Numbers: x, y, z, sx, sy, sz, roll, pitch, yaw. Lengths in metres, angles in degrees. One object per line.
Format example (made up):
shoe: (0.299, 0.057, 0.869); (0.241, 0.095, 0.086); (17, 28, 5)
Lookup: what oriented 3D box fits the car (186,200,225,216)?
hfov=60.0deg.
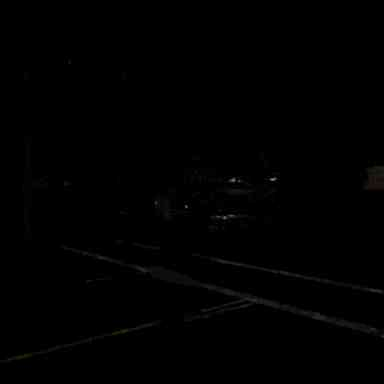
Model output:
car: (1.282, 1.557, 33.793); (1.837, 1.490, 4.892); (0, 0, -37)

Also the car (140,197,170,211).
car: (-4.715, 1.412, 41.764); (2.097, 1.767, 4.553); (0, 0, -37)
